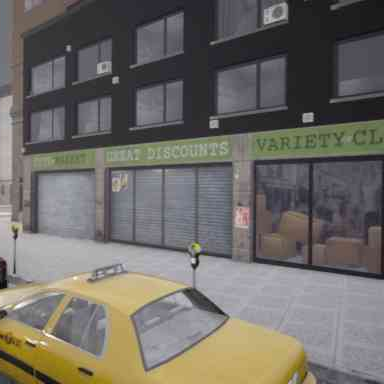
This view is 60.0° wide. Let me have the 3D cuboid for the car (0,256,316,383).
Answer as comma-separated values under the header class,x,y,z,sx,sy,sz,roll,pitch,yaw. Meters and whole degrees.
class,x,y,z,sx,sy,sz,roll,pitch,yaw
car,-1.154,1.525,3.907,4.829,1.417,1.752,0,1,35
